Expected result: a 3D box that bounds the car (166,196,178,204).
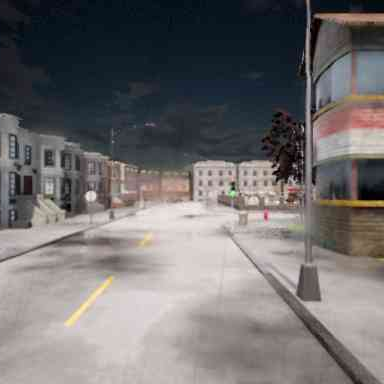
[{"bbox_3d":[-4.039,1.496,67.470,2.097,1.767,4.553,2,-1,0],"label":"car"}]
